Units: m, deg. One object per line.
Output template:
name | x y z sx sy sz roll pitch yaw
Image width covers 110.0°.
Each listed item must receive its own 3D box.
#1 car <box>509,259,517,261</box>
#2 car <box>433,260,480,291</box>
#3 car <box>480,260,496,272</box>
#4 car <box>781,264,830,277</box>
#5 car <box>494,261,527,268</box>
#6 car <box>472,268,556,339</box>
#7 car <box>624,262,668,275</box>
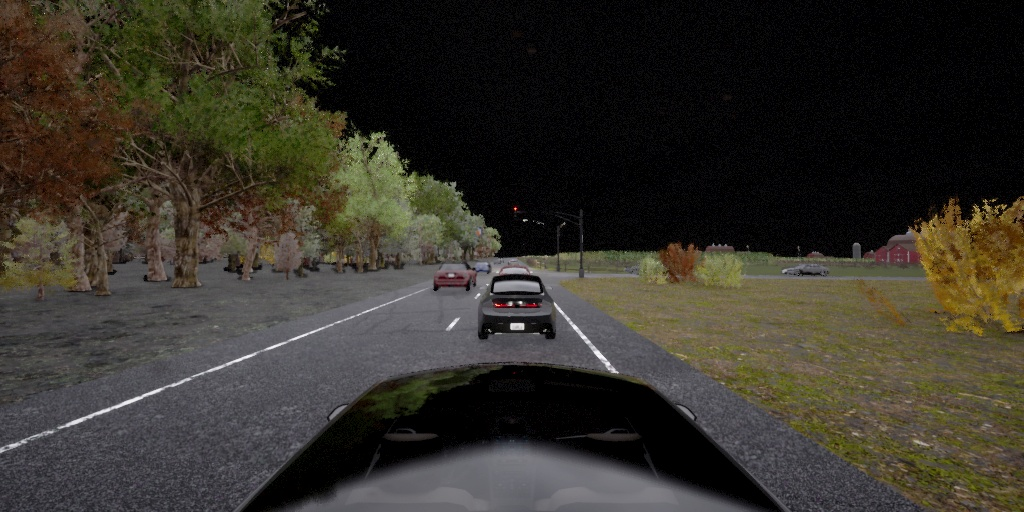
car | 0.210 1.246 62.081 2.128 1.511 4.902 0 0 0
car | -3.366 1.107 22.036 2.097 1.767 4.553 0 0 0
car | -3.333 1.304 41.259 2.033 1.411 5.357 0 0 0
car | 34.306 1.672 42.021 4.902 1.511 2.128 1 -1 0
car | 0.134 1.232 19.424 1.882 1.535 5.008 0 0 0
car | 0.115 1.257 10.061 1.837 1.490 4.892 0 0 0
car | 15.731 1.471 42.244 4.902 1.511 2.128 1 -1 2
